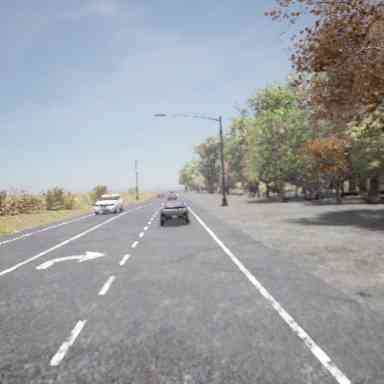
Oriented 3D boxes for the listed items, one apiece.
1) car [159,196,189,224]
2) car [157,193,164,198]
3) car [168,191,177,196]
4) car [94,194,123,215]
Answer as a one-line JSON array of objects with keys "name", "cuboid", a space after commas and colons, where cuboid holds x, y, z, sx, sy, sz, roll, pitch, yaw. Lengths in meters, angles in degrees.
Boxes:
[{"name": "car", "cuboid": [-1.235, 1.310, 23.143, 2.128, 1.511, 4.902, -3, 1, -3]}, {"name": "car", "cuboid": [-8.969, 0.974, 94.621, 1.994, 1.385, 4.181, -3, 1, -3]}, {"name": "car", "cuboid": [-3.879, 1.027, 67.800, 1.994, 1.385, 4.181, -3, 1, -3]}, {"name": "car", "cuboid": [-8.984, 1.317, 36.225, 2.150, 2.045, 5.566, -3, 1, -2]}]
